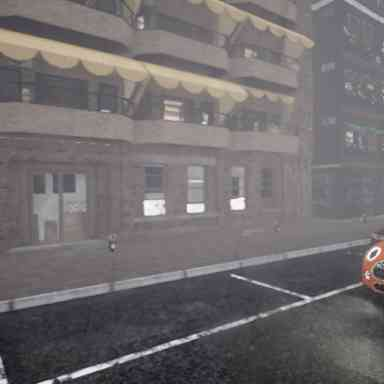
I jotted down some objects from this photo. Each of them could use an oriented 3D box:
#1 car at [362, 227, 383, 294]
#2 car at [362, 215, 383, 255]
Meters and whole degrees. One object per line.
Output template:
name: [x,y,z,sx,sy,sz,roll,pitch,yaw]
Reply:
car: [5.870,1.311,7.565,4.553,1.767,2.097,0,0,-35]
car: [8.410,1.520,12.532,4.206,1.307,1.802,0,-1,-36]
